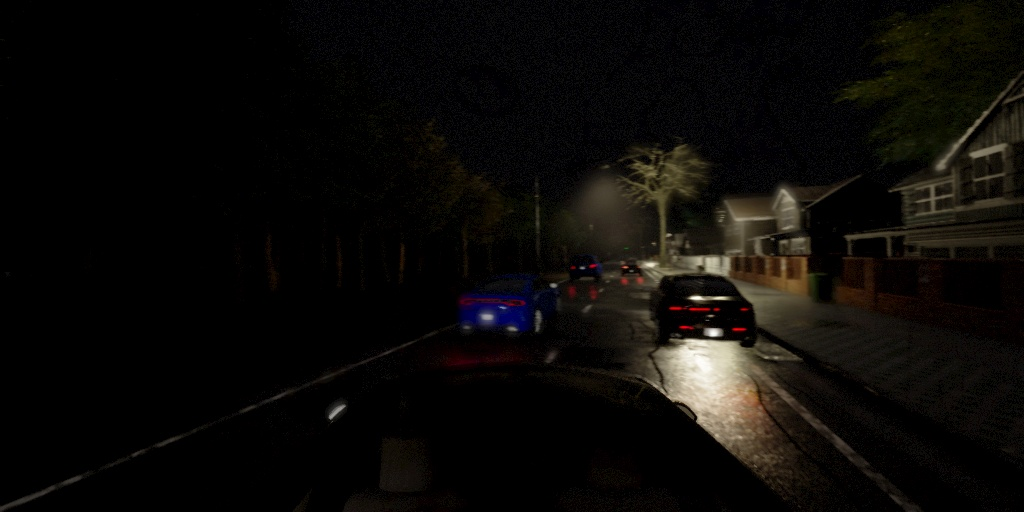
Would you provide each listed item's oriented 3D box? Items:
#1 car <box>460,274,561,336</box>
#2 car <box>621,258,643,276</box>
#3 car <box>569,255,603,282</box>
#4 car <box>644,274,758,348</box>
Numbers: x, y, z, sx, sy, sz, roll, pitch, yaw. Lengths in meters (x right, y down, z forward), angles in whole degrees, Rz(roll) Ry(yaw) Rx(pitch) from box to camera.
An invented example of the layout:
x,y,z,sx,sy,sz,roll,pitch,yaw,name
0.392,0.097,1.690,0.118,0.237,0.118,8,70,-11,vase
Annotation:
x,y,z,sx,sy,sz,roll,pitch,yaw,name
0.188,1.259,10.683,1.882,1.535,5.008,-1,0,18,car
11.524,1.163,34.573,1.812,1.442,4.674,-1,0,19,car
5.930,0.953,28.532,2.150,2.045,5.566,-1,0,18,car
4.522,1.184,9.057,1.837,1.490,4.892,-1,0,18,car
